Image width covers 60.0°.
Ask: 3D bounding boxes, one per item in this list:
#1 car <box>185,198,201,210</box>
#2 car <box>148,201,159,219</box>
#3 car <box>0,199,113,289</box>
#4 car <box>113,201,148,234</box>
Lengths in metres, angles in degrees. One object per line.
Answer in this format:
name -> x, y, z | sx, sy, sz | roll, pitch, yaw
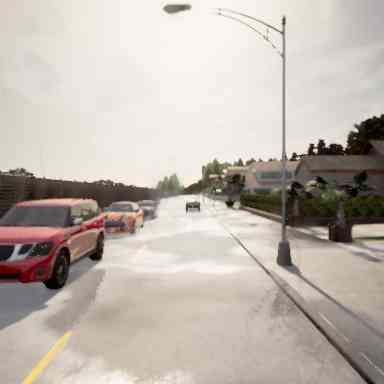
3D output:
car -> 0.123, 1.557, 42.706 | 2.128, 1.511, 4.902 | 0, 0, 0
car -> -4.045, 1.550, 29.376 | 1.837, 1.490, 4.892 | 0, 0, 1
car -> -4.078, 1.236, 9.531 | 2.150, 2.045, 5.566 | 0, 0, 0
car -> -4.073, 1.382, 19.371 | 2.097, 1.767, 4.553 | 0, 0, 0
